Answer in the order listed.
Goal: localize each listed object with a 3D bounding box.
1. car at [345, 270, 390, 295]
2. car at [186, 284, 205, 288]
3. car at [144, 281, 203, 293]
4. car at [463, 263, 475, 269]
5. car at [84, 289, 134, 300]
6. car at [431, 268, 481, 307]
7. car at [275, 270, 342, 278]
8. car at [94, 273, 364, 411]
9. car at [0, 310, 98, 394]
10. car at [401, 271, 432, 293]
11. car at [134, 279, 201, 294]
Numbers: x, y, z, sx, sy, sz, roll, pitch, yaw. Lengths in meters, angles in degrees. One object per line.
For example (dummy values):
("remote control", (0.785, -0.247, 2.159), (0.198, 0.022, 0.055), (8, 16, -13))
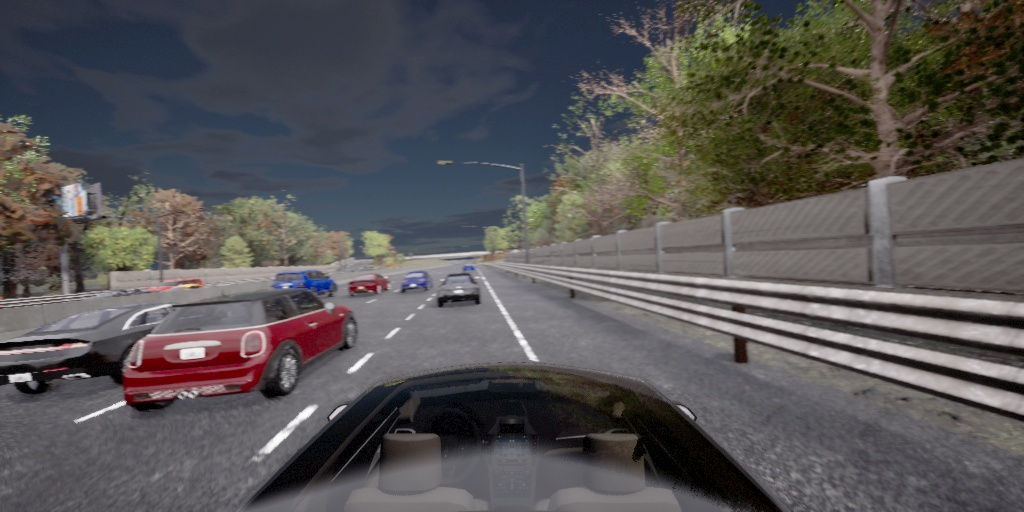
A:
("car", (-10.477, 2.030, 26.616), (1.882, 1.535, 5.008), (-4, 0, -6))
("car", (-25.210, 3.176, 31.115), (1.895, 1.301, 4.718), (-4, 0, -6))
("car", (-28.775, 3.298, 31.517), (1.882, 1.535, 5.008), (-4, 0, -6))
("car", (-7.235, 1.954, 60.022), (1.882, 1.535, 5.008), (-4, 0, -6))
("car", (-35.909, 3.804, 32.605), (2.128, 1.511, 4.902), (-4, 0, -6))
("car", (-2.556, 1.544, 17.613), (1.994, 1.385, 4.181), (-4, 0, -6))
("car", (-13.715, 1.985, 23.926), (2.150, 2.045, 5.566), (-4, 0, -6))
("car", (-4.846, 1.451, 7.289), (2.097, 1.767, 4.553), (-4, 0, -6))
("car", (-8.469, 1.841, 8.381), (2.128, 1.511, 4.902), (-4, 0, -6))
("car", (-6.949, 1.837, 26.489), (1.812, 1.442, 4.674), (-4, 0, -6))
("car", (-32.657, 3.322, 34.823), (2.150, 2.045, 5.566), (-4, -1, -6))
